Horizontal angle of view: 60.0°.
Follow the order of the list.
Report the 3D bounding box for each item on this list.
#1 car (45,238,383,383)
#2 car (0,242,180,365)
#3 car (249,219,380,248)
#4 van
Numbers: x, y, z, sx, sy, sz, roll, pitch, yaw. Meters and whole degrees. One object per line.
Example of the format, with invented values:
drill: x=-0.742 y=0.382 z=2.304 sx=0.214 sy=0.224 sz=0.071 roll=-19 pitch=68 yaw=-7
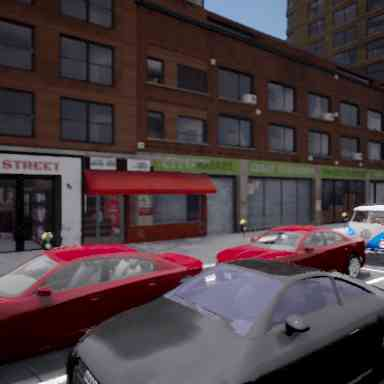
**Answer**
car: x=0.762 y=1.562 z=3.912 sx=4.181 sy=1.385 sz=1.994 roll=0 pitch=0 yaw=-36
car: x=-1.849 y=1.544 z=5.215 sx=4.507 sy=1.381 sz=1.887 roll=0 pitch=0 yaw=-35
car: x=2.589 y=1.542 z=8.380 sx=4.507 sy=1.381 sz=1.887 roll=0 pitch=0 yaw=-35
van: x=7.027 y=1.337 z=11.545 sx=3.998 sy=1.788 sz=1.690 roll=0 pitch=0 yaw=-35
